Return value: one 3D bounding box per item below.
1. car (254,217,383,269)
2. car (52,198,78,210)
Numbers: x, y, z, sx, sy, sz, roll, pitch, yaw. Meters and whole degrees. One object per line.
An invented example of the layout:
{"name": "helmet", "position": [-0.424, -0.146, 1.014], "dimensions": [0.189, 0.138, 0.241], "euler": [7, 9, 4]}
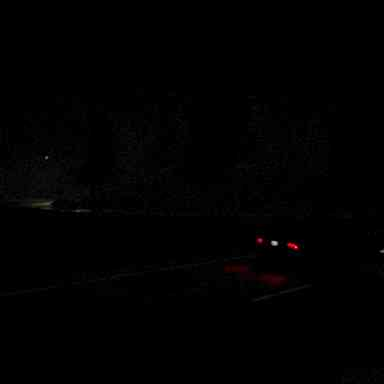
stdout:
{"name": "car", "position": [4.518, 1.584, 11.348], "dimensions": [5.357, 1.411, 2.033], "euler": [0, 0, -35]}
{"name": "car", "position": [-16.745, 1.516, 43.912], "dimensions": [1.882, 1.535, 5.008], "euler": [0, 0, -43]}
